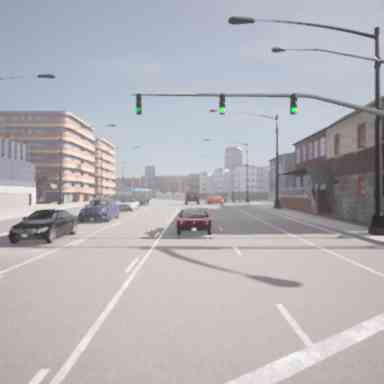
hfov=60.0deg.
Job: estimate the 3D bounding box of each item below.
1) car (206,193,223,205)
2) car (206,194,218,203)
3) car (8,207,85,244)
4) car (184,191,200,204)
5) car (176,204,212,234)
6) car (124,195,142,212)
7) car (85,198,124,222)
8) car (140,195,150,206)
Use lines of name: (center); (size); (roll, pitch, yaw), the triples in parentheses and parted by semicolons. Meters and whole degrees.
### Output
car: (3.537, 1.000, 50.302); (2.097, 1.767, 4.553); (0, 0, 0)
car: (3.544, 1.244, 60.345); (1.882, 1.535, 5.008); (0, -1, 0)
car: (-7.074, 1.564, 16.372); (1.812, 1.442, 4.674); (0, 0, 0)
car: (0.037, 0.869, 49.950); (2.150, 2.045, 5.566); (0, 0, 0)
car: (0.114, 1.615, 19.352); (1.895, 1.301, 4.718); (0, 0, 0)
car: (-6.973, 1.356, 35.788); (1.895, 1.301, 4.718); (0, 1, 0)
car: (-7.024, 1.295, 25.630); (2.097, 1.767, 4.553); (0, 1, 1)
car: (-6.966, 1.150, 46.098); (1.837, 1.490, 4.892); (0, 0, 0)
